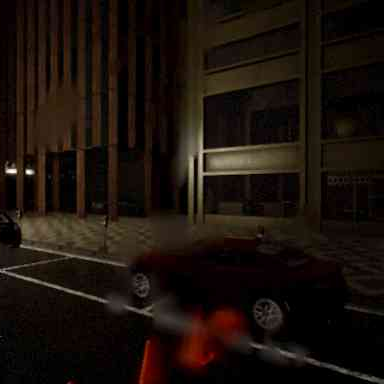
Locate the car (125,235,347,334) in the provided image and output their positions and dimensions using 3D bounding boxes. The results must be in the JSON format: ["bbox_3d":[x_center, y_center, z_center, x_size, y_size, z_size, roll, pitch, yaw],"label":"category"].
[{"bbox_3d":[0.612,1.537,6.650,4.507,1.381,1.887,0,0,35],"label":"car"}]

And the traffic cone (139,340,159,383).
[{"bbox_3d":[-0.478,1.949,3.697,0.340,0.580,0.340,0,0,35],"label":"traffic cone"}]

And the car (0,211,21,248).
[{"bbox_3d":[-8.637,1.404,13.236,4.097,1.590,1.967,0,0,35],"label":"car"}]

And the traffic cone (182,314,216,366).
[{"bbox_3d":[0.101,1.950,4.510,0.340,0.580,0.340,0,0,36],"label":"traffic cone"}]

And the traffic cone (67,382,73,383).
[{"bbox_3d":[-1.059,1.949,2.883,0.340,0.580,0.340,0,0,35],"label":"traffic cone"}]
